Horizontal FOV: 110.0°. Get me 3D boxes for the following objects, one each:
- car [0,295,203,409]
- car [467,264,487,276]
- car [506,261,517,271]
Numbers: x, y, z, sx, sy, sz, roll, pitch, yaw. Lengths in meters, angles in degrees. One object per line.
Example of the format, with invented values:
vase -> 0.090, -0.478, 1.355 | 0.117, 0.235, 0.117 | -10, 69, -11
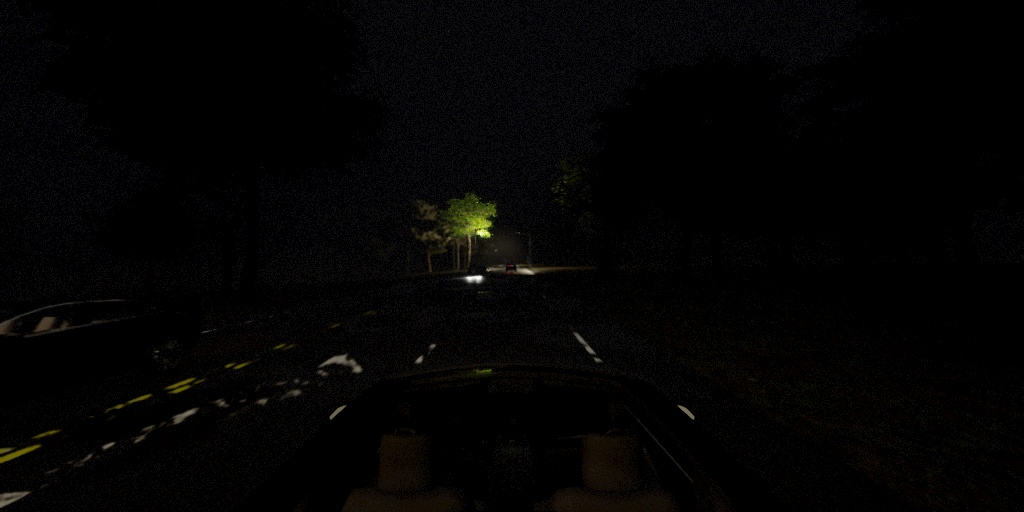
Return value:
car -> -7.086, 1.364, 5.065 | 2.128, 1.511, 4.902 | -1, 0, 0
car -> -4.507, 1.784, 46.963 | 2.128, 1.511, 4.902 | -1, -1, 7
car -> -0.121, 1.962, 64.907 | 2.128, 1.511, 4.902 | -1, -1, 0
